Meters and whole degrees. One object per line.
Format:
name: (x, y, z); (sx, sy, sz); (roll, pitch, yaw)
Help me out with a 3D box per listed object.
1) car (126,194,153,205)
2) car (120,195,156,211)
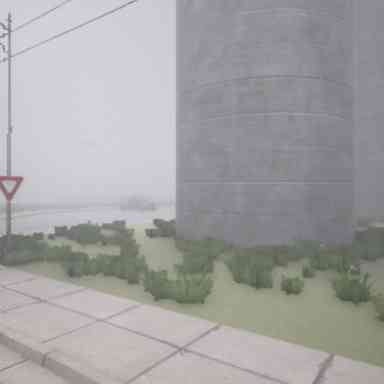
car: (-9.277, 1.245, 58.709); (4.605, 1.855, 1.932); (0, 0, 35)
car: (-6.454, 1.436, 39.627); (4.611, 1.667, 2.242); (0, 0, 35)
